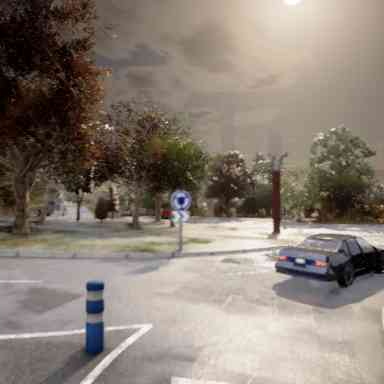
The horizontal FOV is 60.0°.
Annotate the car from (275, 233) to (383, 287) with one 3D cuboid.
[{"bbox_3d":[4.908,2.118,11.160,5.357,1.411,2.033,3,-3,-43],"label":"car"}]

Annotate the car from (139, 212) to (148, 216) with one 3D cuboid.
[{"bbox_3d":[-12.437,6.197,90.624,4.892,1.521,2.231,0,-5,-21],"label":"car"}]

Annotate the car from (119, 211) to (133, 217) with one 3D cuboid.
[{"bbox_3d":[-17.212,5.930,87.635,2.097,1.767,4.553,0,-5,-21],"label":"car"}]

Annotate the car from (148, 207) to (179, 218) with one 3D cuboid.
[{"bbox_3d":[-4.686,3.827,61.200,5.566,2.045,2.150,0,-2,16],"label":"car"}]

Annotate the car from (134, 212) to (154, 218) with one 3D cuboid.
[{"bbox_3d":[-13.423,6.442,93.185,5.008,1.535,2.097,0,-5,-21],"label":"car"}]
